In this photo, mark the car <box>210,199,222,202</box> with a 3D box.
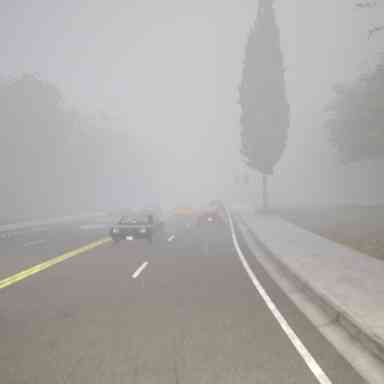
[{"bbox_3d":[3.026,1.714,41.774,2.097,1.767,4.553,-1,-1,6],"label":"car"}]

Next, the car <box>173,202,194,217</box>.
[{"bbox_3d":[-0.844,1.816,35.338,1.882,1.535,5.008,-1,-1,6],"label":"car"}]

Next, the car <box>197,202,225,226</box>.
[{"bbox_3d":[1.439,1.729,25.281,1.812,1.442,4.674,-1,0,6],"label":"car"}]

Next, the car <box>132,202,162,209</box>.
[{"bbox_3d":[-4.373,1.851,34.679,1.882,1.535,5.008,-1,-1,6],"label":"car"}]

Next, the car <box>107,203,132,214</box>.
[{"bbox_3d":[-7.558,1.946,35.401,1.812,1.442,4.674,-1,-1,6],"label":"car"}]

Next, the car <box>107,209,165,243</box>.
[{"bbox_3d":[-2.582,1.770,16.937,1.895,1.301,4.718,-1,-1,5],"label":"car"}]
